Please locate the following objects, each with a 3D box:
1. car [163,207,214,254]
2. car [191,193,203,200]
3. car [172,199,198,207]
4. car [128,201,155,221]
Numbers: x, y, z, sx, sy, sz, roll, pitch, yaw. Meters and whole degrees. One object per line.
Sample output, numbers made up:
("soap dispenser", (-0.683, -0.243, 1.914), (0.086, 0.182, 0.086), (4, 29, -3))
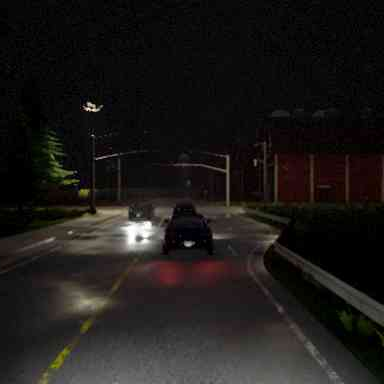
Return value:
("car", (-0.164, 1.552, 13.423), (1.812, 1.442, 4.674), (0, 0, -1))
("car", (1.457, 1.327, 91.635), (1.905, 1.878, 3.866), (-8, 4, -44))
("car", (-0.599, 1.559, 27.242), (1.837, 1.490, 4.892), (0, 0, -1))
("car", (-4.220, 1.551, 28.320), (2.128, 1.511, 4.902), (0, 0, -1))
